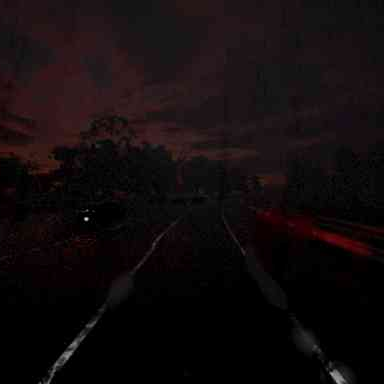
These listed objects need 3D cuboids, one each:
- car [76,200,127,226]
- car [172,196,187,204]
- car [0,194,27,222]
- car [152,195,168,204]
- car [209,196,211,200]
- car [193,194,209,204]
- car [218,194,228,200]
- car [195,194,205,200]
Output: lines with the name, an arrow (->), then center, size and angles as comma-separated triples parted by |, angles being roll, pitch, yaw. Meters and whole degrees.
car -> -5.798, 1.323, 21.900 | 1.837, 1.490, 4.892 | 0, 0, 9
car -> -2.209, 1.454, 60.321 | 1.994, 1.385, 4.181 | 0, 0, 12
car -> -13.030, 1.033, 21.109 | 2.150, 2.045, 5.566 | 0, 0, 9
car -> -5.786, 1.396, 60.346 | 1.837, 1.490, 4.892 | 0, 0, 12
car -> 3.818, 1.472, 86.639 | 1.812, 1.442, 4.674 | 0, 0, 14
car -> 1.365, 1.396, 60.318 | 1.837, 1.490, 4.892 | 0, 0, 12
car -> 8.343, 1.311, 90.291 | 2.097, 1.767, 4.553 | 0, 0, 15
car -> 2.203, 1.467, 94.522 | 1.837, 1.490, 4.892 | 0, 0, 15
